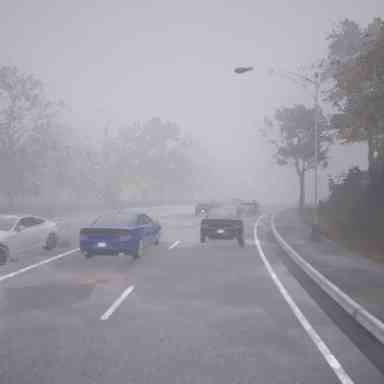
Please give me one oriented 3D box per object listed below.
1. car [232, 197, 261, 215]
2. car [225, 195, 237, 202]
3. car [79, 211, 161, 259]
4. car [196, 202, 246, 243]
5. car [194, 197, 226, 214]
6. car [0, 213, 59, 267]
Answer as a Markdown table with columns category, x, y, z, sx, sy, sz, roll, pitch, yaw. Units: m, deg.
| category | x | y | z | sx | sy | sz | roll | pitch | yaw |
| --- | --- | --- | --- | --- | --- | --- | --- | --- | --- |
| car | 5.861 | 1.487 | 33.850 | 2.128 | 1.511 | 4.902 | 0 | 0 | 18 |
| car | 5.944 | 1.318 | 52.610 | 2.097 | 1.767 | 4.553 | 0 | 0 | 27 |
| car | -2.473 | 1.457 | 12.626 | 1.882 | 1.535 | 5.008 | 0 | 0 | 6 |
| car | 1.555 | 1.470 | 16.152 | 1.882 | 1.535 | 5.008 | 0 | 0 | 9 |
| car | 1.669 | 1.480 | 32.187 | 1.837 | 1.490 | 4.892 | 0 | 0 | 17 |
| car | -6.315 | 1.491 | 11.374 | 1.812 | 1.442 | 4.674 | 0 | 0 | 6 |
